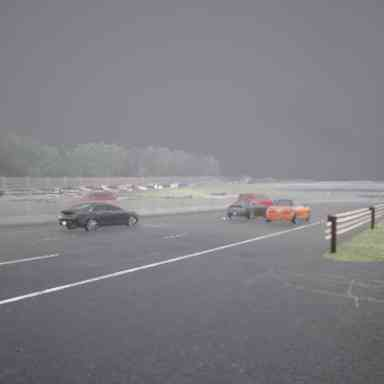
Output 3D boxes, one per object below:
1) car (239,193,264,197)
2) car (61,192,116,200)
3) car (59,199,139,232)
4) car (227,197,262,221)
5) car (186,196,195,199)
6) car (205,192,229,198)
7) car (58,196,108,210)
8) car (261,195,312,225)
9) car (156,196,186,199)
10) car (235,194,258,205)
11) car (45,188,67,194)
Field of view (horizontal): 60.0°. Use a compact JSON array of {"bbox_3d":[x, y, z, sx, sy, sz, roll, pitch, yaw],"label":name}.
[{"bbox_3d":[6.816,1.137,35.692,2.150,2.045,5.566,1,0,35],"label":"car"},{"bbox_3d":[-10.618,0.977,35.695,2.150,2.045,5.566,1,0,36],"label":"car"},{"bbox_3d":[-5.123,1.356,19.012,1.837,1.490,4.892,1,0,36],"label":"car"},{"bbox_3d":[4.573,1.423,26.520,2.128,1.511,4.902,1,0,36],"label":"car"},{"bbox_3d":[-0.848,1.323,55.284,2.033,1.411,5.357,1,0,36],"label":"car"},{"bbox_3d":[4.250,1.053,56.429,2.150,2.045,5.566,1,0,36],"label":"car"},{"bbox_3d":[-12.598,1.271,38.929,2.033,1.411,5.357,1,0,36],"label":"car"},{"bbox_3d":[7.169,1.318,24.300,2.097,1.767,4.553,1,0,36],"label":"car"},{"bbox_3d":[-3.430,1.352,39.722,2.033,1.411,5.357,1,0,36],"label":"car"},{"bbox_3d":[9.541,1.241,57.814,2.097,1.767,4.553,1,0,35],"label":"car"},{"bbox_3d":[-23.066,0.002,58.134,2.033,1.411,5.357,1,3,22],"label":"car"}]
